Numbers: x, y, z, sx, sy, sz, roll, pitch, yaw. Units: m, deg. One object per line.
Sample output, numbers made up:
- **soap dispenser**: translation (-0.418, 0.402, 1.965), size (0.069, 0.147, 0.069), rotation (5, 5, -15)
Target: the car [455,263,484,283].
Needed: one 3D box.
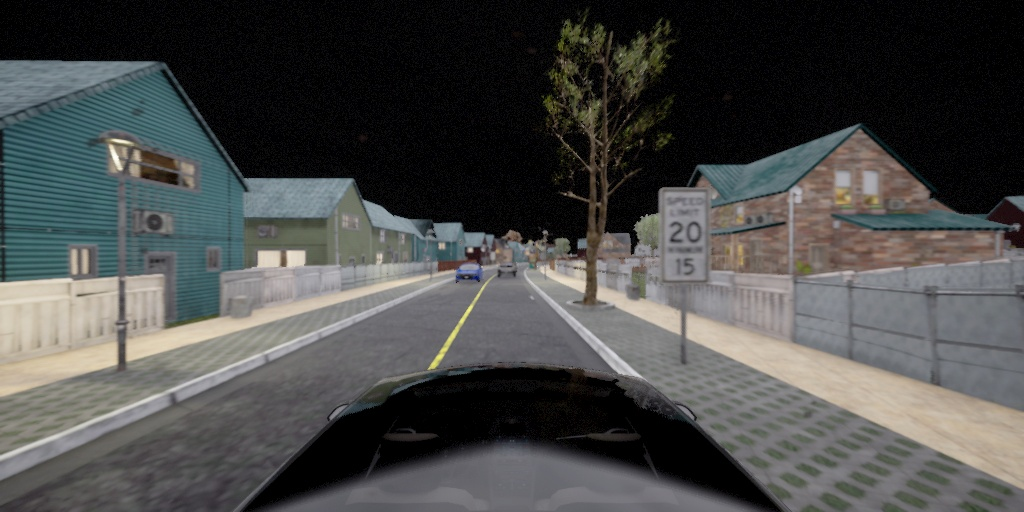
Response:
- **car**: translation (-3.380, 1.315, 29.008), size (1.882, 1.535, 5.008), rotation (0, 0, 0)

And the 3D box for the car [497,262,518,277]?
- **car**: translation (-0.483, 1.366, 37.424), size (2.128, 1.511, 4.902), rotation (0, 0, 2)

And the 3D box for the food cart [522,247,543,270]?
- **food cart**: translation (3.222, 0.431, 55.755), size (2.280, 3.560, 4.660), rotation (0, 0, 4)
